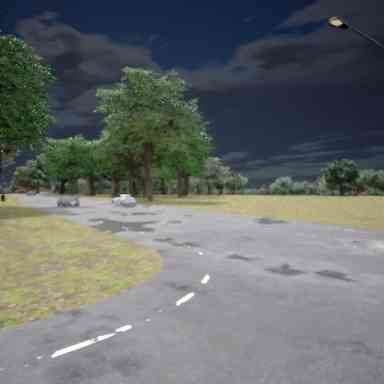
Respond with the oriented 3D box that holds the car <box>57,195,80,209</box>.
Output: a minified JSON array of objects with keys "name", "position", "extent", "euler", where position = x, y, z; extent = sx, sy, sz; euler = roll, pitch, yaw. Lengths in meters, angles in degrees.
[{"name":"car","position":[-14.876,1.125,39.975],"extent":[2.128,1.511,4.902],"euler":[-1,1,-33]}]

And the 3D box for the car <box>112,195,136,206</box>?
[{"name":"car","position":[-8.908,1.081,43.636],"extent":[1.812,1.442,4.674],"euler":[-1,1,-33]}]
